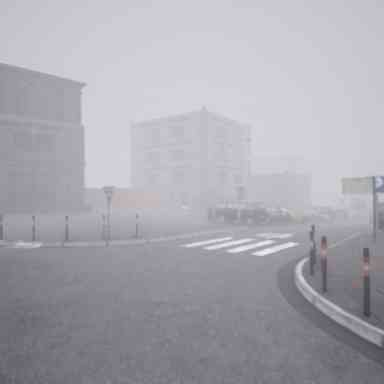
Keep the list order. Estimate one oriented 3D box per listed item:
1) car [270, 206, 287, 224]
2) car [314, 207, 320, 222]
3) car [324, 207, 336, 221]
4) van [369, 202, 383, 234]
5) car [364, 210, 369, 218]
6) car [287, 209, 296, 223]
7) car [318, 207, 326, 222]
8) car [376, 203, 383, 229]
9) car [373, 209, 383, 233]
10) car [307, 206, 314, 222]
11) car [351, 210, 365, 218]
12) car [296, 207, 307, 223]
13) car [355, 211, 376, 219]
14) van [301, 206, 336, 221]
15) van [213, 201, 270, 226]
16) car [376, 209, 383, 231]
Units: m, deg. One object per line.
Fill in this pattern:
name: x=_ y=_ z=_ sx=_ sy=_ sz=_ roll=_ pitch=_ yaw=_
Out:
car: x=5.553 y=2.081 z=30.040 sx=5.008 sy=1.535 sz=2.097 roll=0 pitch=-3 yaw=35
car: x=12.083 y=2.774 z=39.223 sx=4.674 sy=1.452 sz=2.002 roll=0 pitch=-4 yaw=35
car: x=15.460 y=3.055 z=43.664 sx=5.366 sy=1.575 sz=1.946 roll=0 pitch=-4 yaw=35
van: x=12.649 y=1.522 z=18.528 sx=4.442 sy=1.987 sz=1.878 roll=0 pitch=-3 yaw=35
car: x=23.708 y=3.279 z=42.160 sx=2.033 sy=1.411 sz=5.357 roll=-1 pitch=-4 yaw=36
car: x=7.198 y=2.113 z=32.296 sx=4.553 sy=1.767 sz=2.185 roll=0 pitch=-3 yaw=35
car: x=13.624 y=2.929 z=41.394 sx=4.674 sy=1.452 sz=2.002 roll=0 pitch=-4 yaw=35
car: x=17.362 y=1.917 z=25.418 sx=5.566 sy=2.045 sz=2.435 roll=0 pitch=-4 yaw=35
car: x=14.184 y=1.897 z=20.838 sx=4.792 sy=1.488 sz=2.163 roll=0 pitch=-3 yaw=35
car: x=10.493 y=2.601 z=36.938 sx=4.792 sy=1.488 sz=2.163 roll=0 pitch=-4 yaw=35
car: x=41.819 y=5.483 z=81.160 sx=5.566 sy=2.045 sz=2.435 roll=0 pitch=-4 yaw=35
car: x=8.705 y=2.407 z=34.791 sx=5.366 sy=1.575 sz=1.946 roll=0 pitch=-4 yaw=35
car: x=43.490 y=5.772 z=83.409 sx=4.553 sy=1.767 sz=2.185 roll=0 pitch=-4 yaw=35
van: x=18.374 y=3.153 z=48.292 sx=4.442 sy=1.987 sz=1.878 roll=0 pitch=-4 yaw=35
van: x=3.863 y=1.718 z=27.855 sx=4.442 sy=1.987 sz=1.878 roll=0 pitch=-3 yaw=35
car: x=15.797 y=2.012 z=23.163 sx=5.008 sy=1.535 sz=2.097 roll=0 pitch=-4 yaw=35
